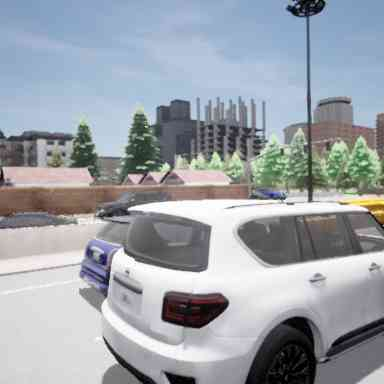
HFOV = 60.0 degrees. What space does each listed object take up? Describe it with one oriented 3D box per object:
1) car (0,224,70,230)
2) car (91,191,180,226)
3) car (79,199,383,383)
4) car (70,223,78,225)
[{"bbox_3d":[-6.529,1.489,12.216,4.674,1.442,1.812,-2,1,-36],"label":"car"},{"bbox_3d":[-3.780,1.000,22.788,5.566,2.045,2.150,-2,1,-35],"label":"car"},{"bbox_3d":[1.533,1.126,4.840,5.566,2.045,2.150,0,0,-35],"label":"car"},{"bbox_3d":[-0.196,1.257,7.907,4.553,1.767,2.097,-2,1,-35],"label":"car"}]
